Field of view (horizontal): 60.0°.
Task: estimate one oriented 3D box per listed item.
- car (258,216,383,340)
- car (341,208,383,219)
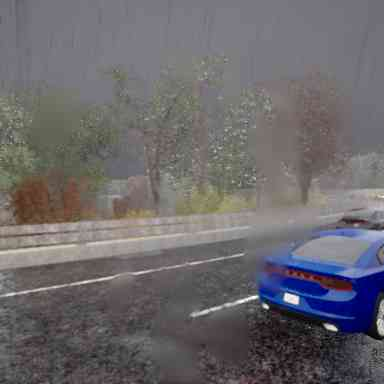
[{"bbox_3d":[3.445,1.488,6.686,5.008,1.535,1.882,0,0,-39],"label":"car"},{"bbox_3d":[8.648,1.525,16.036,4.892,1.490,1.837,0,0,-44],"label":"car"}]
